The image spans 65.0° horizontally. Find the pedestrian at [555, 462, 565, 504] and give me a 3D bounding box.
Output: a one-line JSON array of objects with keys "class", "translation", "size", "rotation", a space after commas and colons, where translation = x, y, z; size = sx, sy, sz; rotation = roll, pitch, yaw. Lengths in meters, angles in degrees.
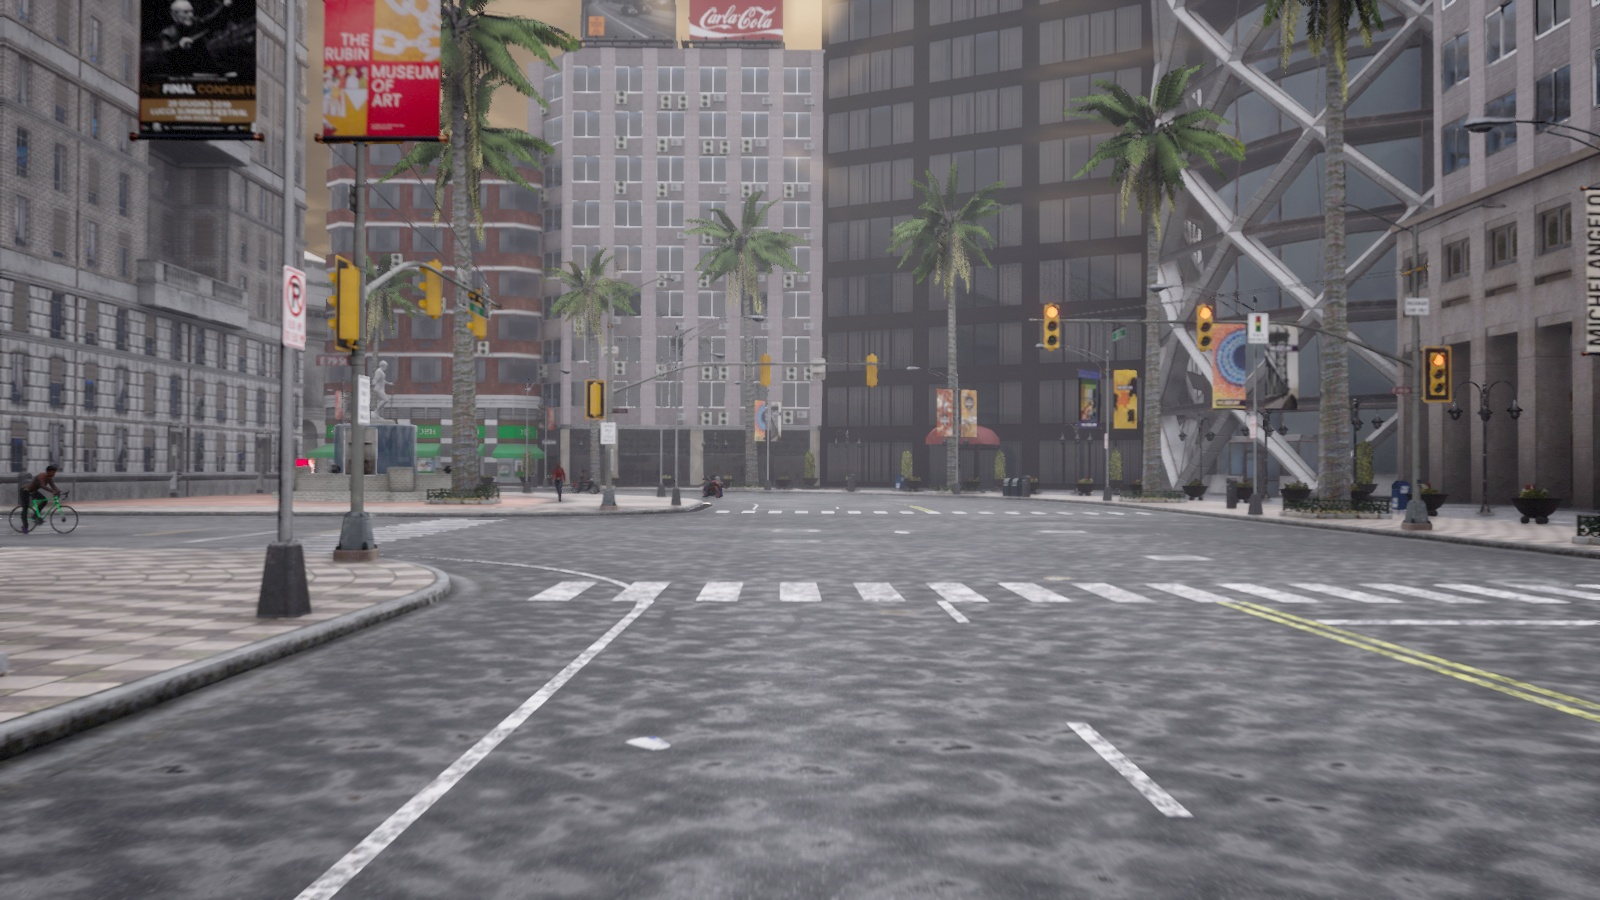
[{"class": "pedestrian", "translation": [-10.459, 1.431, 54.822], "size": [0.331, 1.846, 0.636], "rotation": [0, -1, -1]}]

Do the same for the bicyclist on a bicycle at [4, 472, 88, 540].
[{"class": "bicyclist on a bicycle", "translation": [-18.110, 1.345, 30.191], "size": [1.656, 1.620, 0.582], "rotation": [0, -1, 0]}]

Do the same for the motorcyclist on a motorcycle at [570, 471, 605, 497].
[{"class": "motorcyclist on a motorcycle", "translation": [-13.640, 2.167, 80.497], "size": [2.350, 1.649, 0.766], "rotation": [-1, -1, 34]}]

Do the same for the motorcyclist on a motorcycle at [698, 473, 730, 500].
[{"class": "motorcyclist on a motorcycle", "translation": [-4.917, 2.070, 71.718], "size": [0.866, 1.530, 2.191], "rotation": [0, -1, -34]}]
